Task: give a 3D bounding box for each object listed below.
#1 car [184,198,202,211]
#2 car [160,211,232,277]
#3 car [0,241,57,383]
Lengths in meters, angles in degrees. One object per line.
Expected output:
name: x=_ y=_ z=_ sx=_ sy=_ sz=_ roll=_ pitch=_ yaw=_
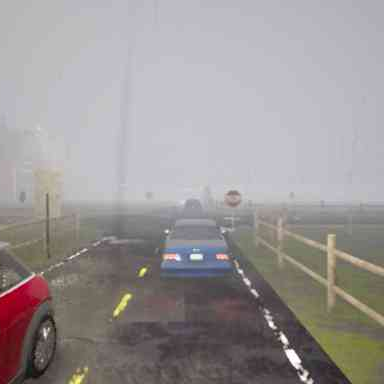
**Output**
car: x=0.094 y=1.458 z=37.493 sx=1.882 sy=1.535 sz=5.008 roll=0 pitch=0 yaw=0
car: x=0.101 y=1.540 z=10.170 sx=2.033 sy=1.411 sz=5.357 roll=0 pitch=0 yaw=0
car: x=-2.830 y=1.350 z=2.456 sx=2.097 sy=1.767 sz=4.553 roll=0 pitch=0 yaw=0
